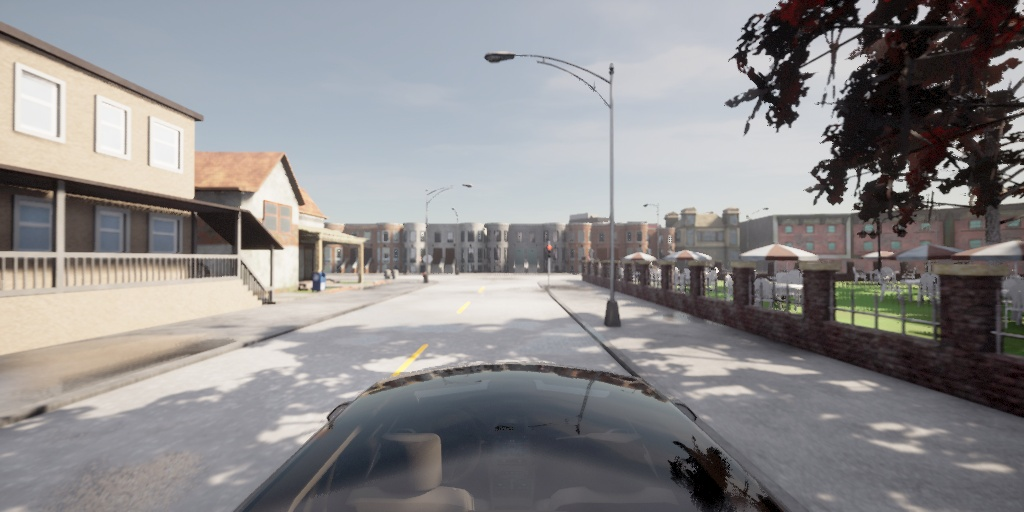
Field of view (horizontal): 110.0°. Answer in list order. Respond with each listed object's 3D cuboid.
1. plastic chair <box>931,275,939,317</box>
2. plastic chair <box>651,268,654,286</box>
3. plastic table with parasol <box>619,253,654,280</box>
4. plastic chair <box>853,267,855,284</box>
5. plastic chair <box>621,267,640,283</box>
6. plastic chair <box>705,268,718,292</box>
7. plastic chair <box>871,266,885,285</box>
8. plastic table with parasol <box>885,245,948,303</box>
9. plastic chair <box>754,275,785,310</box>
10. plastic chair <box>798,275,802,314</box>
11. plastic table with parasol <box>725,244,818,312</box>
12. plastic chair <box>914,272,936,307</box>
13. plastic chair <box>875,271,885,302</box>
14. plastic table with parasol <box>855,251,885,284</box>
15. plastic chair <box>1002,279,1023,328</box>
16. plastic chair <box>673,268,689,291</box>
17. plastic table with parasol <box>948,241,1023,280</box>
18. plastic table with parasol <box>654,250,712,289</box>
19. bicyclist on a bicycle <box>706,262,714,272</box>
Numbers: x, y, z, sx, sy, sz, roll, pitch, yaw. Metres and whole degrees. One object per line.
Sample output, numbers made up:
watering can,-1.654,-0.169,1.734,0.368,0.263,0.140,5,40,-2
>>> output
plastic chair,14.549,1.390,11.898,0.750,1.272,0.730,0,0,-40
plastic chair,10.418,1.574,26.279,0.750,1.272,0.730,0,0,-40
plastic table with parasol,9.686,0.980,27.277,2.482,2.480,2.482,0,0,-40
plastic chair,27.541,1.524,28.305,0.750,1.272,0.730,0,0,-40
plastic chair,8.712,1.575,26.376,0.730,1.272,0.750,0,0,-35
plastic chair,11.417,1.487,21.049,0.750,1.272,0.730,0,0,-40
plastic chair,27.252,1.503,26.374,0.730,1.272,0.750,0,0,-32
plastic table with parasol,17.939,0.750,15.287,2.482,2.480,2.482,0,0,-39
plastic chair,9.000,1.421,12.707,0.730,1.272,0.750,0,0,-35
plastic chair,10.706,1.414,12.610,0.750,1.272,0.730,0,0,-40
plastic table with parasol,9.973,0.798,13.607,2.482,2.480,2.482,0,0,-40
plastic chair,16.946,1.410,14.443,0.730,1.272,0.750,0,0,-34
plastic chair,17.190,1.434,16.295,0.750,1.272,0.730,0,0,-41
plastic table with parasol,28.265,0.876,27.320,2.482,2.480,2.482,0,0,-38
plastic chair,14.319,1.385,9.966,0.730,1.272,0.750,0,0,-35
plastic chair,9.711,1.494,21.146,0.730,1.272,0.750,0,0,-35
plastic table with parasol,15.293,0.782,10.868,2.482,2.480,2.482,0,0,-40
plastic table with parasol,10.685,0.899,22.048,2.482,2.480,2.482,0,0,-40
bicyclist on a bicycle,18.207,1.390,33.073,0.582,1.620,1.656,0,-1,0
